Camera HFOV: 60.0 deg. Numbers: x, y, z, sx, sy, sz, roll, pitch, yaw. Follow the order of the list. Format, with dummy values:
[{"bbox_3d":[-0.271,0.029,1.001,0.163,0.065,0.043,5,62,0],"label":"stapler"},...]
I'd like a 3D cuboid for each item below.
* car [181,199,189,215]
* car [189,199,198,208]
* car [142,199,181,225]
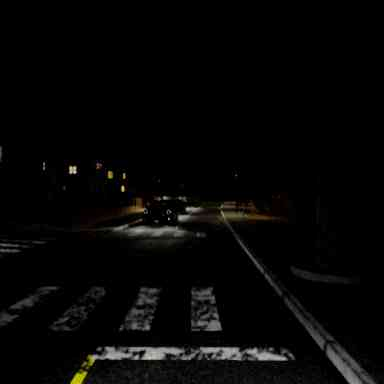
[{"bbox_3d":[-1.644,1.535,34.371,1.837,1.490,4.892,0,0,4],"label":"car"},{"bbox_3d":[-0.119,1.728,51.925,1.895,1.301,4.718,0,0,6],"label":"car"},{"bbox_3d":[-2.233,1.353,24.175,2.097,1.767,4.553,0,0,3],"label":"car"}]
